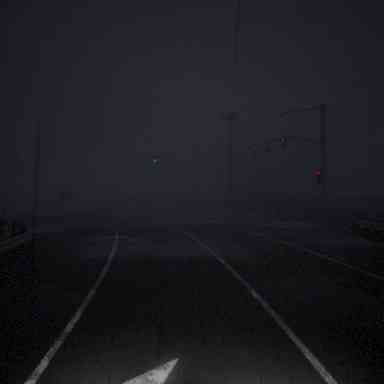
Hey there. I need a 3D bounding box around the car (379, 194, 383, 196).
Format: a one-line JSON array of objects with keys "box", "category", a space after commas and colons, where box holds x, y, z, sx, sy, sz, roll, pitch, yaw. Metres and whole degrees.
[{"box": [41.002, 0.886, 69.268, 4.902, 1.511, 2.128, 0, 0, -24], "category": "car"}]

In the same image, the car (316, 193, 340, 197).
[{"box": [26.314, 0.966, 64.471, 4.902, 1.511, 2.128, 0, 0, -14], "category": "car"}]
